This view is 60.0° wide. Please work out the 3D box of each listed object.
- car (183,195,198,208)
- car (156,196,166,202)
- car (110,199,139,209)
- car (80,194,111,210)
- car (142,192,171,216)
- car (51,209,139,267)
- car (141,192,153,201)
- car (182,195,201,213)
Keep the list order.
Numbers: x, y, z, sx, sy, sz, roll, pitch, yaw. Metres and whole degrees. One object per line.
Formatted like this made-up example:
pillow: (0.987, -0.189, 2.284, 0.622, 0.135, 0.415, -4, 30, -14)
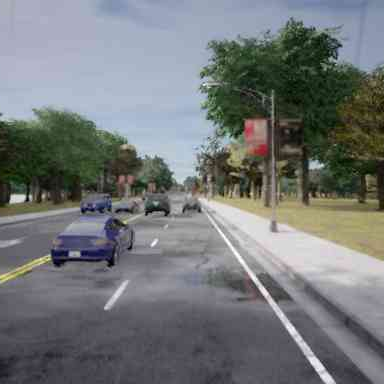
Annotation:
car: (-0.219, 1.358, 47.861, 2.097, 1.767, 4.553, 0, 0, 0)
car: (-7.052, 1.591, 75.184, 1.895, 1.301, 4.718, 0, 0, -1)
car: (-6.722, 1.537, 34.887, 2.033, 1.411, 5.357, 0, 0, 0)
car: (-9.970, 1.211, 35.138, 2.150, 2.045, 5.566, 0, 0, 0)
car: (-3.270, 1.210, 32.563, 2.150, 2.045, 5.566, 0, 0, -1)
car: (-3.165, 1.512, 11.266, 1.812, 1.442, 4.674, 0, 0, 0)
car: (-10.334, 1.083, 77.353, 2.150, 2.045, 5.566, 0, 0, -1)
car: (-0.042, 1.345, 37.263, 2.097, 1.767, 4.553, 0, 0, 0)
